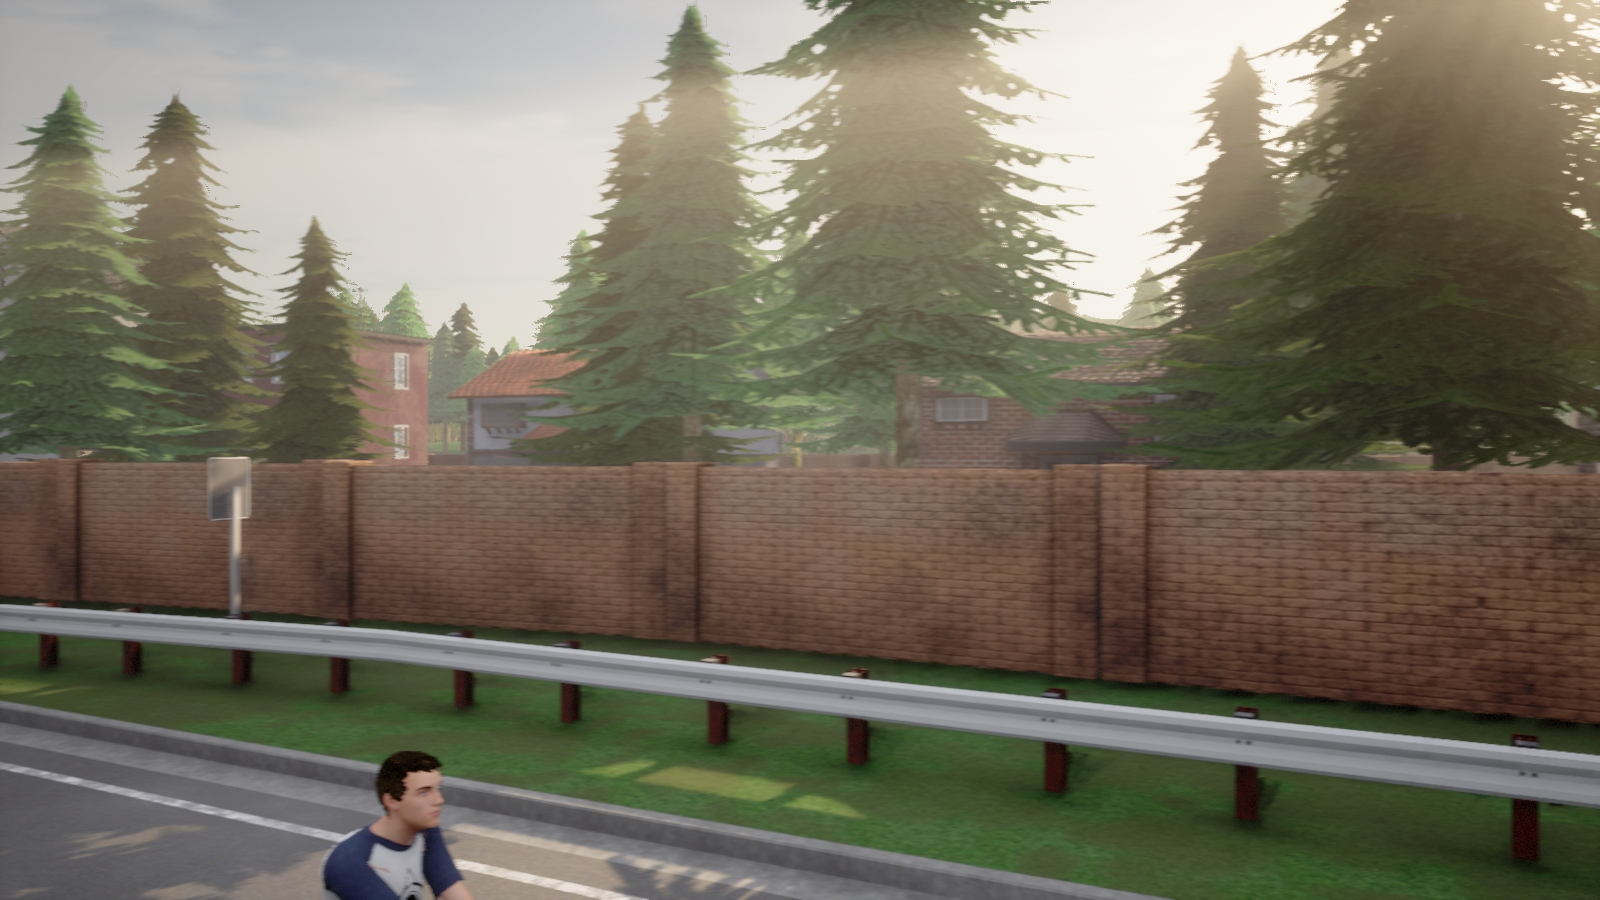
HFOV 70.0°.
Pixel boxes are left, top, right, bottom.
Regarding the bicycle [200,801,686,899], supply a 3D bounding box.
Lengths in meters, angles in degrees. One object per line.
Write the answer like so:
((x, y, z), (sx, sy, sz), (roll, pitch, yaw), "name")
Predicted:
((-1.207, 2.056, 3.772), (1.643, 1.496, 0.373), (1, 0, 20), "bicycle")
